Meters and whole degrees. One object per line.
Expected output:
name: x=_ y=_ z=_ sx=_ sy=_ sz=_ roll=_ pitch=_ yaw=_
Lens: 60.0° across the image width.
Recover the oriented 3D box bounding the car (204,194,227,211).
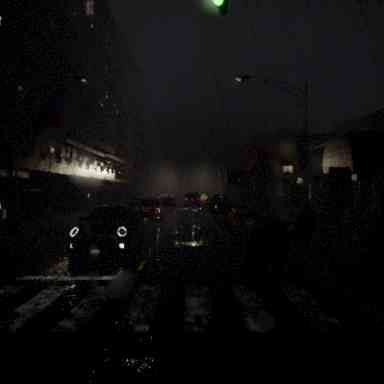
car: x=2.711 y=1.149 z=34.356 sx=2.192 sy=1.841 sz=5.009 roll=0 pitch=0 yaw=0

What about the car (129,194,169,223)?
car: x=-3.086 y=1.244 z=24.413 sx=2.097 sy=1.767 sz=4.553 roll=0 pitch=0 yaw=0

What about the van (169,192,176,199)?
van: x=-5.635 y=1.016 z=95.293 sx=1.690 sy=1.788 sz=3.998 roll=0 pitch=0 yaw=0

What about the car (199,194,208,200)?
car: x=2.736 y=1.239 z=78.671 sx=2.008 sy=1.369 sz=4.403 roll=0 pitch=0 yaw=0

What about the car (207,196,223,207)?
car: x=3.173 y=1.313 z=46.540 sx=1.812 sy=1.442 sz=4.674 roll=0 pitch=0 yaw=0

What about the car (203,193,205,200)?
car: x=3.175 y=1.268 z=53.540 sx=1.837 sy=1.490 sz=4.892 roll=0 pitch=0 yaw=0

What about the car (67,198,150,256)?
car: x=-3.087 y=1.294 z=12.810 sx=2.097 sy=1.767 sz=4.553 roll=0 pitch=0 yaw=0

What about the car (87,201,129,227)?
car: x=-5.677 y=1.432 z=23.113 sx=1.752 sy=1.417 sz=4.829 roll=0 pitch=0 yaw=0

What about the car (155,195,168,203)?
car: x=-5.654 y=1.310 z=62.058 sx=1.887 sy=1.381 sz=4.507 roll=0 pitch=0 yaw=0

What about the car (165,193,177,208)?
car: x=-3.024 y=1.294 z=44.014 sx=1.882 sy=1.535 sz=5.008 roll=0 pitch=0 yaw=1

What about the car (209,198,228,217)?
car: x=2.707 y=1.438 z=28.818 sx=1.802 sy=1.307 sz=4.206 roll=0 pitch=0 yaw=0

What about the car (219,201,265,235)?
car: x=2.701 y=1.426 z=17.910 sx=1.752 sy=1.417 sz=4.829 roll=0 pitch=0 yaw=0

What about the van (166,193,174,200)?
van: x=-5.641 y=1.042 z=84.215 sx=1.690 sy=1.788 sz=3.998 roll=0 pitch=0 yaw=0

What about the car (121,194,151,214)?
car: x=-5.670 y=1.176 z=34.361 sx=2.192 sy=1.841 sz=5.009 roll=0 pitch=0 yaw=0

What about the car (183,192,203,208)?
car: x=0.023 y=1.025 z=44.993 sx=2.150 sy=2.045 sz=5.566 roll=0 pitch=0 yaw=0

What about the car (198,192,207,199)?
car: x=2.743 y=0.976 z=89.748 sx=2.192 sy=1.841 sz=5.009 roll=0 pitch=0 yaw=0
